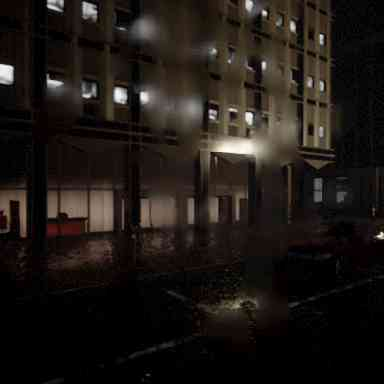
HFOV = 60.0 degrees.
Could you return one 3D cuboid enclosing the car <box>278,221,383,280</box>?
[{"bbox_3d":[4.329,1.515,9.641,4.206,1.307,1.802,-1,1,-36],"label":"car"}]
